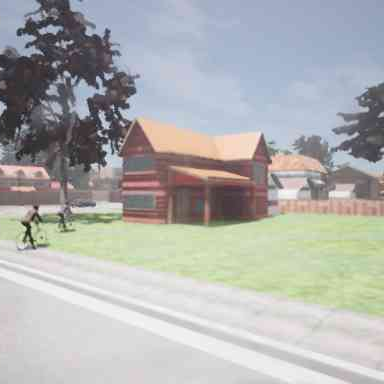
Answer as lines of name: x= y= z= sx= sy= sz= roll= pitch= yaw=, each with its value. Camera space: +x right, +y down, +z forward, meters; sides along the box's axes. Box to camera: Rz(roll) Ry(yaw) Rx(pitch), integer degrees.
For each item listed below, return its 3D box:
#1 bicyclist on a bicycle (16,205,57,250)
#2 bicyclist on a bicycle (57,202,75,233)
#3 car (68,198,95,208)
bicyclist on a bicycle: x=-5.974 y=1.313 z=12.485 sx=0.582 sy=1.620 sz=1.656 roll=0 pitch=-1 yaw=14
bicyclist on a bicycle: x=-6.786 y=1.339 z=17.790 sx=0.582 sy=1.620 sz=1.656 roll=0 pitch=-1 yaw=17
car: x=-16.856 y=1.653 z=50.623 sx=1.994 sy=1.385 sz=4.181 roll=0 pitch=0 yaw=37
